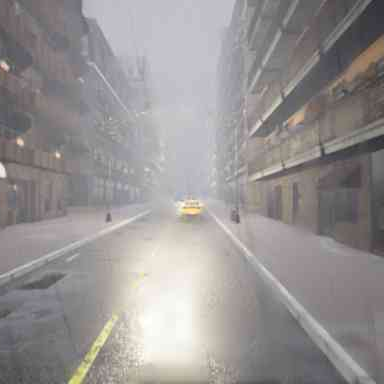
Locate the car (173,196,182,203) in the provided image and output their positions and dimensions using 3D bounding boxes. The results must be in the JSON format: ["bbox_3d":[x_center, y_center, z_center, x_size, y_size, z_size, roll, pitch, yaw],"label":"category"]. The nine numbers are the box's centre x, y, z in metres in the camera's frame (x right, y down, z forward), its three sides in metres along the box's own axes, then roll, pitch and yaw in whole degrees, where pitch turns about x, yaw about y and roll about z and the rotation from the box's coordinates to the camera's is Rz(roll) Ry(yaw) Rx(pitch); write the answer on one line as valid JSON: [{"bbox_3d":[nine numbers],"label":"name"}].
[{"bbox_3d":[-2.767,1.475,68.310,1.812,1.442,4.674,0,0,0],"label":"car"}]

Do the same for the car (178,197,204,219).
[{"bbox_3d":[0.020,1.452,28.731,1.882,1.535,5.008,0,0,0],"label":"car"}]
